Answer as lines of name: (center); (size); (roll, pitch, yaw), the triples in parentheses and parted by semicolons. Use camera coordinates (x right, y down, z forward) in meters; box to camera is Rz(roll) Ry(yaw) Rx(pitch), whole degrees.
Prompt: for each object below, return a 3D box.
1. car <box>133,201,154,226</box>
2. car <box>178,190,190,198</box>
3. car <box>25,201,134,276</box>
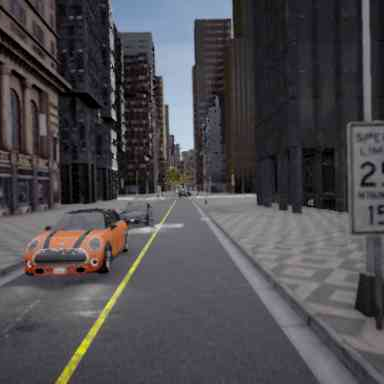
car: (-3.644, 1.389, 22.398); (1.837, 1.490, 4.892); (-1, 2, -1)
car: (-2.205, 0.498, 83.351); (2.150, 2.045, 5.566); (-1, 1, -2)
car: (-3.337, 1.340, 10.466); (2.097, 1.767, 4.553); (-1, 0, -1)
